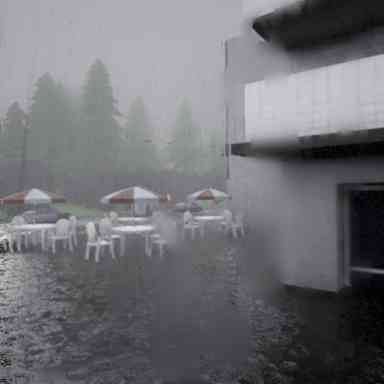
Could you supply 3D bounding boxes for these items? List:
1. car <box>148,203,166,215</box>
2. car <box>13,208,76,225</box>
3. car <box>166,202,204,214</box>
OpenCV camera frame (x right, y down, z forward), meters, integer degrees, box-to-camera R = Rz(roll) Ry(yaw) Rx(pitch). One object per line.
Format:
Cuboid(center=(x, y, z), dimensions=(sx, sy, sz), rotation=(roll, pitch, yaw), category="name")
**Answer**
Cuboid(center=(-4.786, 1.915, 39.389), dimensions=(1.994, 1.385, 4.181), rotation=(-1, -1, 36), category="car")
Cuboid(center=(-10.545, 1.860, 24.042), dimensions=(1.994, 1.385, 4.181), rotation=(-1, -1, 35), category="car")
Cuboid(center=(-0.461, 1.821, 38.240), dimensions=(1.812, 1.442, 4.674), rotation=(-1, 0, 36), category="car")
